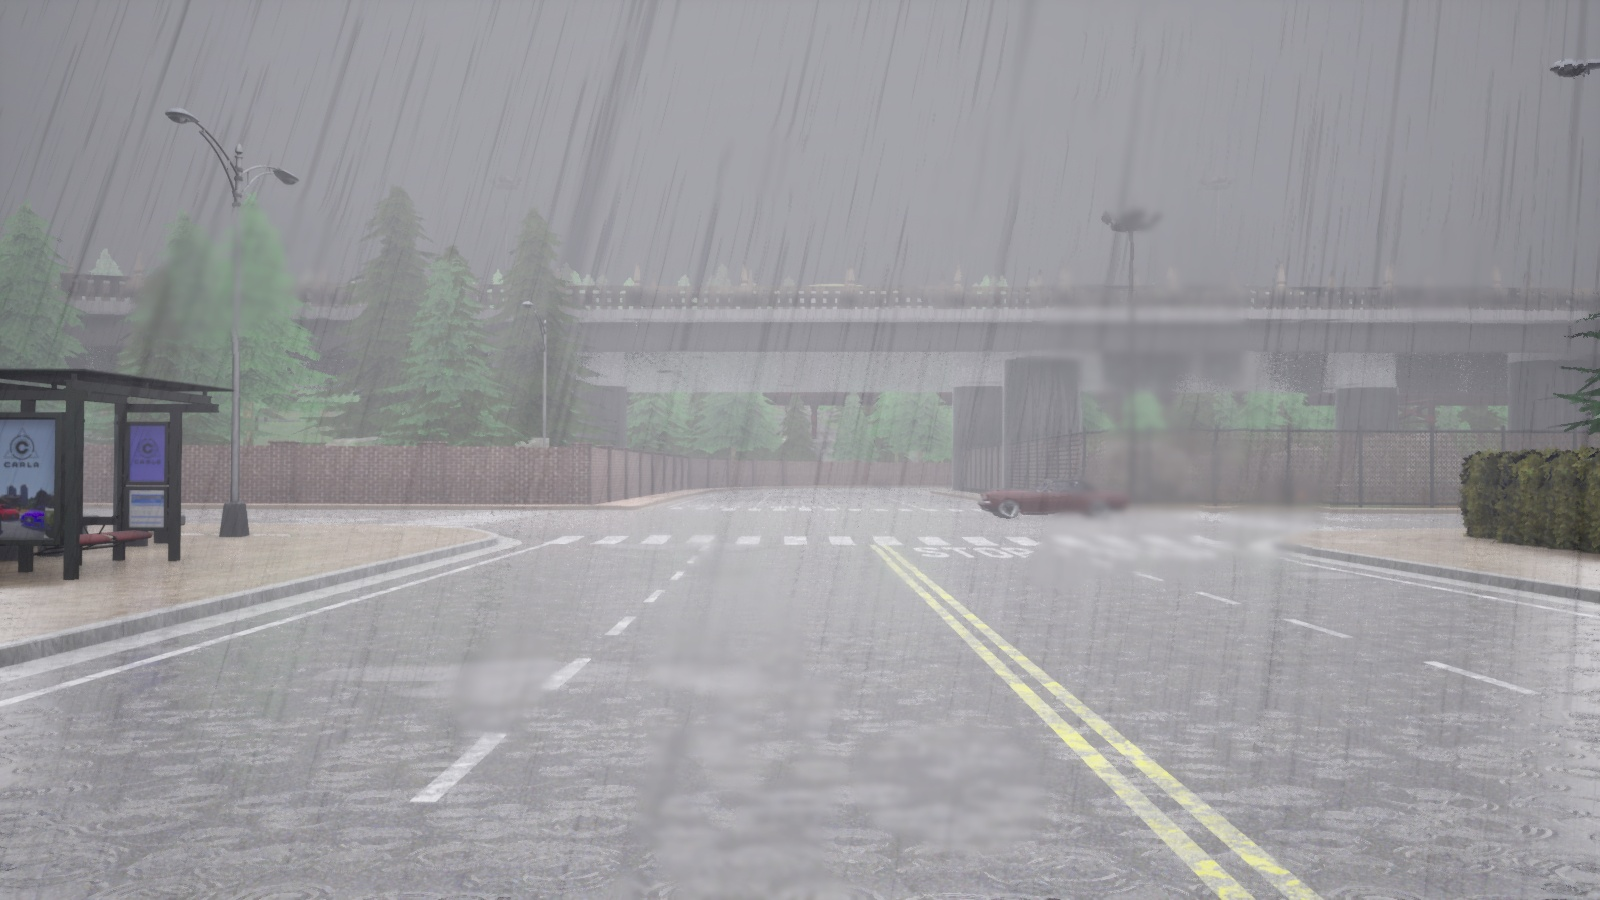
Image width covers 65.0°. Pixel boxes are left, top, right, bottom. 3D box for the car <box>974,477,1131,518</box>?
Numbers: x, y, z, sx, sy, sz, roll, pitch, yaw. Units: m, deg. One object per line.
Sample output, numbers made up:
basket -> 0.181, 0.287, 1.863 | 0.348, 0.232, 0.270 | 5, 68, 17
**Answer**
car -> 8.150, 1.537, 40.857 | 4.718, 1.301, 1.895 | 0, -1, 0
